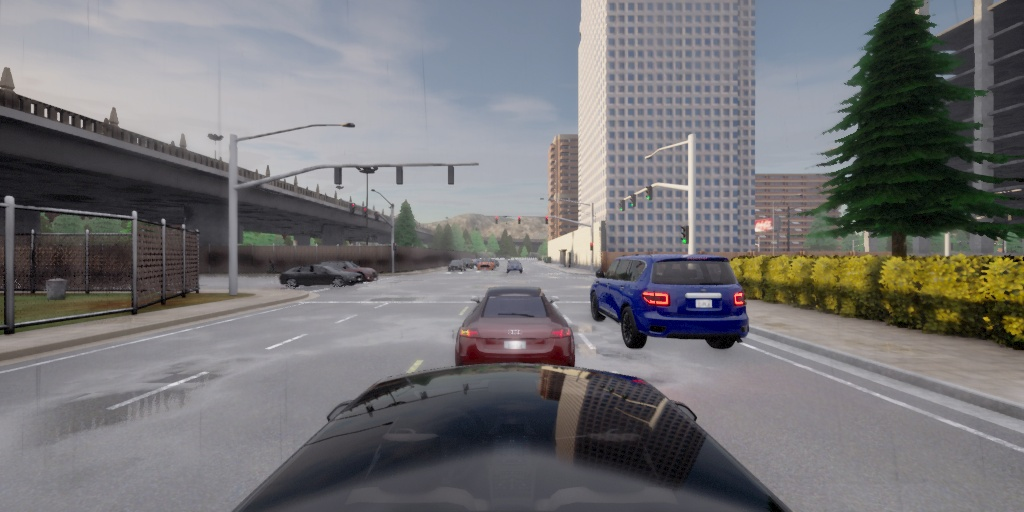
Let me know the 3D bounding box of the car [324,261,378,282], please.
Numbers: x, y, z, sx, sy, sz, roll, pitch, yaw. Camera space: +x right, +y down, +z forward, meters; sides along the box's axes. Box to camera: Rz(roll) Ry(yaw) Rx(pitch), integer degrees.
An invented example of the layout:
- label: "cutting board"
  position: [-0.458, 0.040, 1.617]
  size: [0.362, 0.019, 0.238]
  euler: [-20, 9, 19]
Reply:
- label: "car"
  position: [-12.434, 1.144, 26.665]
  size: [4.553, 1.767, 2.097]
  euler: [0, 0, 0]

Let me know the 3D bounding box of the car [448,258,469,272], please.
- label: "car"
  position: [-7.103, 1.255, 46.656]
  size: [1.837, 1.490, 4.892]
  euler: [0, 0, 0]

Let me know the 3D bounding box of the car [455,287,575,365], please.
- label: "car"
  position: [0.062, 1.314, 7.430]
  size: [1.994, 1.385, 4.181]
  euler: [0, 0, 0]

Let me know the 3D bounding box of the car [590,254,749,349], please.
- label: "car"
  position: [3.567, 0.971, 9.297]
  size: [2.150, 2.045, 5.566]
  euler: [0, 0, 1]

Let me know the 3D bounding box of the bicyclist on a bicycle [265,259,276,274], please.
- label: "bicyclist on a bicycle"
  position: [-25.306, 1.106, 37.617]
  size: [0.582, 1.620, 1.656]
  euler: [0, 0, 0]

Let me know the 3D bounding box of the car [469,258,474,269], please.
- label: "car"
  position: [-7.101, 1.102, 55.540]
  size: [2.097, 1.767, 4.553]
  euler: [0, 0, 0]

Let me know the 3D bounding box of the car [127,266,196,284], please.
- label: "car"
  position: [-26.531, 1.406, 26.631]
  size: [4.718, 1.301, 1.895]
  euler: [0, 0, 0]

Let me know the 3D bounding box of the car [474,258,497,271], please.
- label: "car"
  position: [-3.598, 1.102, 49.800]
  size: [2.097, 1.767, 4.553]
  euler: [0, 0, 0]

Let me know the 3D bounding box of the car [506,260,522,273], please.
- label: "car"
  position: [0.256, 1.296, 43.660]
  size: [2.033, 1.411, 5.357]
  euler: [0, 0, -2]

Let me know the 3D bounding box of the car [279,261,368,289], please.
- label: "car"
  position: [-12.300, 1.299, 23.165]
  size: [4.892, 1.490, 1.837]
  euler: [-1, 0, 0]

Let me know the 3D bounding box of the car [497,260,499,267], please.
- label: "car"
  position: [-3.595, 1.242, 58.872]
  size: [2.128, 1.511, 4.902]
  euler: [0, 0, 0]

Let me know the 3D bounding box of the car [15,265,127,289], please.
- label: "car"
  position: [-28.582, 1.296, 23.127]
  size: [4.902, 1.511, 2.128]
  euler: [0, 0, 0]

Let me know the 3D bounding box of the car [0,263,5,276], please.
- label: "car"
  position: [-49.292, 1.369, 33.720]
  size: [4.181, 1.385, 1.994]
  euler: [0, 0, 1]
